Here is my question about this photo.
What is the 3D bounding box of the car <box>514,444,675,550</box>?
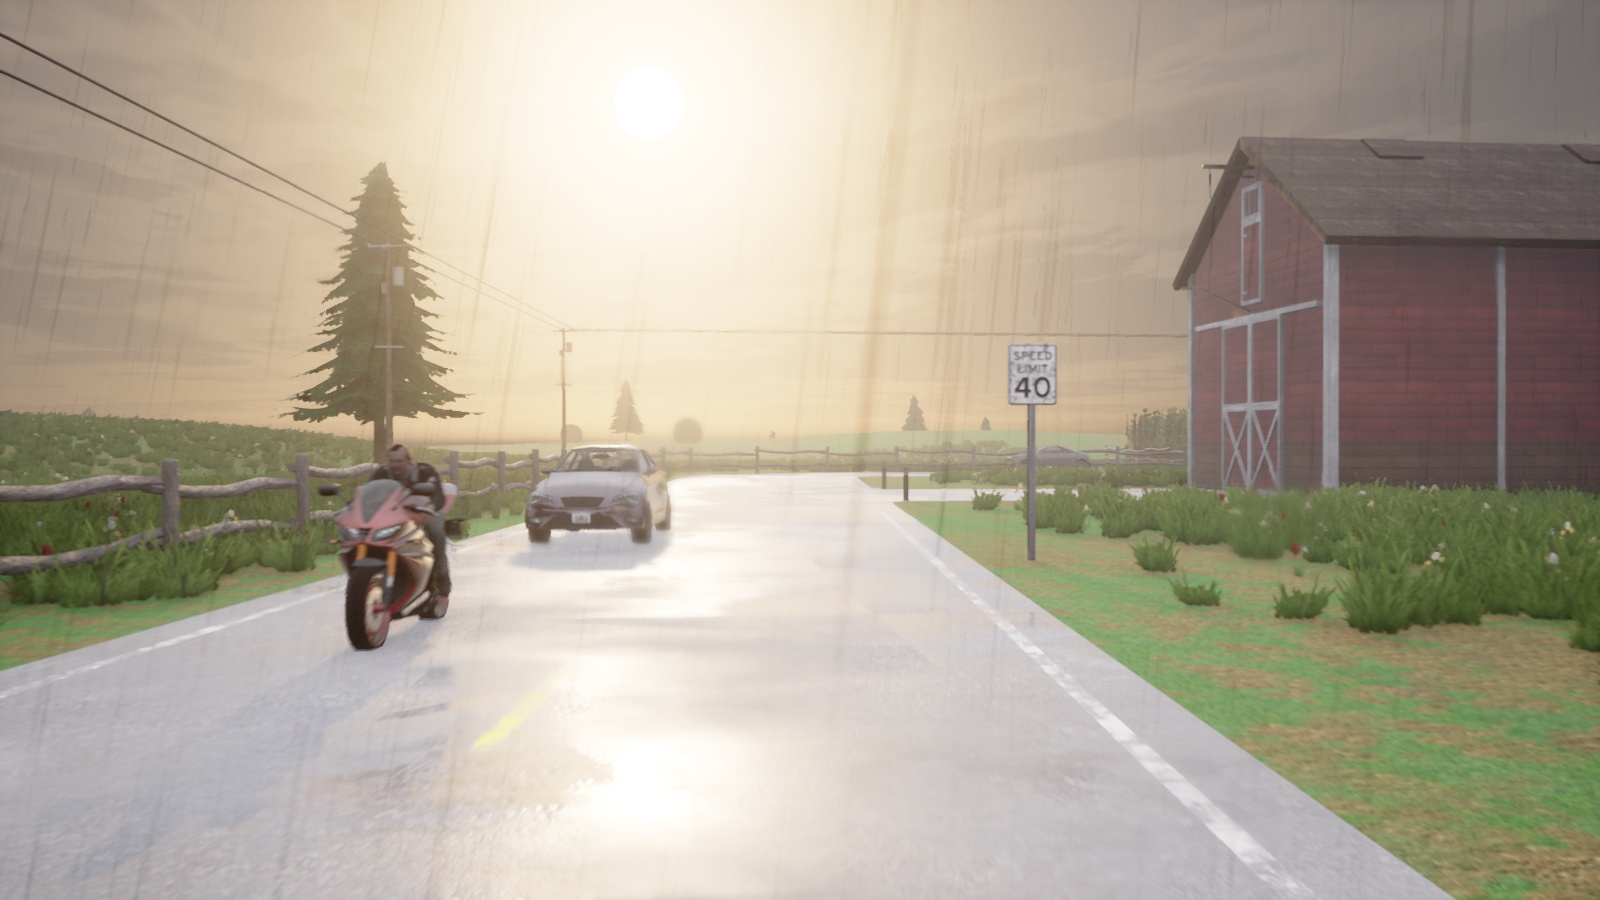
[{"bbox_3d":[-3.074,0.647,19.611,1.816,1.474,4.193,0,0,0],"label":"car"}]

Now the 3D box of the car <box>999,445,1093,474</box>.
[{"bbox_3d":[12.112,0.471,61.926,4.181,1.385,1.994,0,0,-5],"label":"car"}]

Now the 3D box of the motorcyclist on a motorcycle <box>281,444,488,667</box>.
[{"bbox_3d":[-3.129,0.724,9.733,0.866,1.530,2.191,0,0,0],"label":"motorcyclist on a motorcycle"}]
